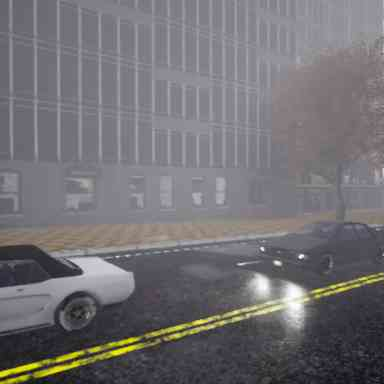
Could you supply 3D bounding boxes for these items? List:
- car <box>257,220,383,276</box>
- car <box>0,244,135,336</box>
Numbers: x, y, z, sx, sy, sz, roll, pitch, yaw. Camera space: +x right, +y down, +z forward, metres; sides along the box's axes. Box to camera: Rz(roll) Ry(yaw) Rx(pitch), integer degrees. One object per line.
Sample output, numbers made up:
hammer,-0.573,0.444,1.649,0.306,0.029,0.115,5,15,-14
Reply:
car,4.604,1.650,10.899,5.357,1.411,2.033,1,0,-35
car,-3.425,1.581,5.258,4.718,1.301,1.895,1,0,-35
